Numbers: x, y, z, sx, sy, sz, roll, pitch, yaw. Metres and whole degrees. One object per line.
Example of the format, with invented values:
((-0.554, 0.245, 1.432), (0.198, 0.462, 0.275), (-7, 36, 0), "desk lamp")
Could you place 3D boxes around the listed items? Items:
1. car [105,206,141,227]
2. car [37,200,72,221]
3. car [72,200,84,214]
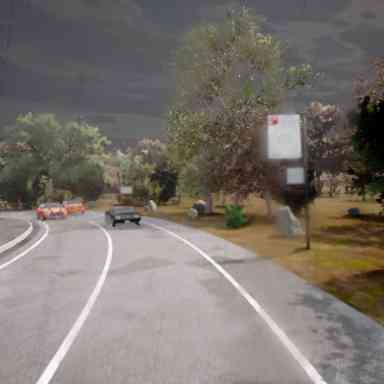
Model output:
((-5.024, 1.661, 23.614), (1.895, 1.301, 4.718), (-2, 0, -22), "car")
((-13.518, 1.769, 32.104), (2.097, 1.767, 4.553), (-4, 1, -34), "car")
((-14.418, 1.742, 39.113), (2.097, 1.767, 4.553), (-4, 1, -39), "car")
